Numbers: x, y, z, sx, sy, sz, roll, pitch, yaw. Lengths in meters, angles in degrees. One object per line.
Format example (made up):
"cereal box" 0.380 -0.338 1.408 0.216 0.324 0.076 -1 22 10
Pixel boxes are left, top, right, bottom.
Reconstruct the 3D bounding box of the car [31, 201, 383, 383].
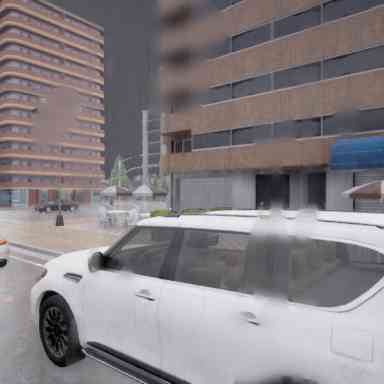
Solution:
"car" 0.269 1.222 3.999 5.566 2.045 2.150 0 0 39

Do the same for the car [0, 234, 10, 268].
"car" -7.210 1.526 10.162 4.674 1.442 1.812 0 0 40

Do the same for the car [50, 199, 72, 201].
"car" -15.467 1.560 38.181 1.837 1.490 4.892 0 0 40
